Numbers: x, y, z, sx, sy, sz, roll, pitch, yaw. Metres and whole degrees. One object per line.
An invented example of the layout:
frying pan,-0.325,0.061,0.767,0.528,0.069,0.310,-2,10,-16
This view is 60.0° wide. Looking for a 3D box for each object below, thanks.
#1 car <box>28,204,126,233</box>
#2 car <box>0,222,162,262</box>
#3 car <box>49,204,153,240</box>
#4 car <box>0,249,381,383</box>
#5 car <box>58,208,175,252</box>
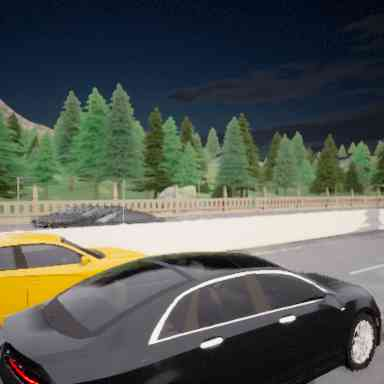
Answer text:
car,-7.007,1.546,20.499,5.357,1.411,2.033,0,0,-36
car,-2.901,1.477,5.979,5.008,1.535,1.882,0,0,-36
car,-4.769,1.476,17.795,5.008,1.535,1.882,0,0,-36
car,0.420,1.504,4.049,4.892,1.490,1.837,0,0,-36
car,-3.221,1.524,14.600,4.674,1.442,1.812,0,0,-36
